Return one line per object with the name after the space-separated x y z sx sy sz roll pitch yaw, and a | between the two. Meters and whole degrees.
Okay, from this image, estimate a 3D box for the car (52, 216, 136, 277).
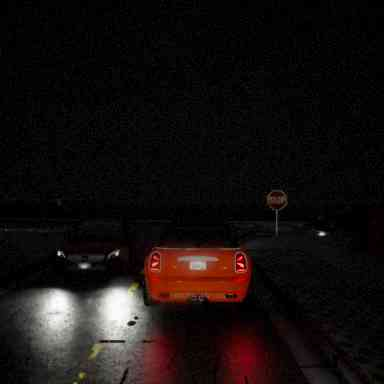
-2.736 1.529 10.404 1.812 1.442 4.674 1 0 -3 | car

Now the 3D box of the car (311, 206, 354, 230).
10.300 1.635 21.506 5.008 1.535 1.882 1 0 0 | car

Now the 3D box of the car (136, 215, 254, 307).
0.182 1.354 8.150 2.097 1.767 4.553 0 0 2 | car

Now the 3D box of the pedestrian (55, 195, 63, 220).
-9.673 1.069 24.313 0.375 1.860 0.375 0 -1 0 | pedestrian
